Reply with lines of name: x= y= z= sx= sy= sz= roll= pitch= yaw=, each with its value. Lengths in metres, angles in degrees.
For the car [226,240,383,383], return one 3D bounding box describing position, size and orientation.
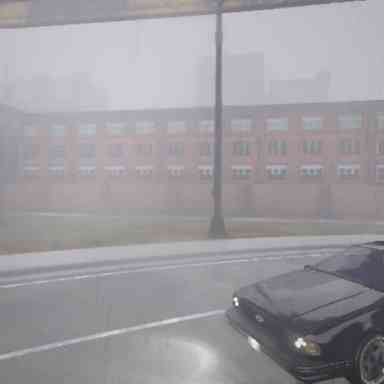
car: x=3.260 y=1.507 z=5.097 sx=5.357 sy=1.411 sz=2.033 roll=0 pitch=1 yaw=-21
